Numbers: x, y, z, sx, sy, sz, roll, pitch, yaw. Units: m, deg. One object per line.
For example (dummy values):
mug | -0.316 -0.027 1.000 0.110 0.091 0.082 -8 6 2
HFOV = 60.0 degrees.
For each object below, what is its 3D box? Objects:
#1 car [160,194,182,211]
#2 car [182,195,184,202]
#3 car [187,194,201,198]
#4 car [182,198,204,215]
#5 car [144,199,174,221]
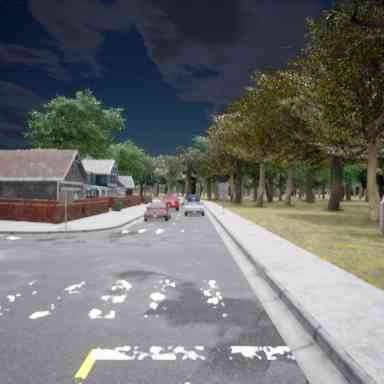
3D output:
car | -2.675 1.259 40.852 2.150 2.045 5.566 0 0 0
car | -2.553 1.294 57.015 2.150 2.045 5.566 0 0 1
car | 0.303 1.300 58.620 2.150 2.045 5.566 0 0 1
car | 0.244 1.624 34.142 1.895 1.301 4.718 0 0 0
car | -2.739 1.540 27.083 1.812 1.442 4.674 0 0 0
